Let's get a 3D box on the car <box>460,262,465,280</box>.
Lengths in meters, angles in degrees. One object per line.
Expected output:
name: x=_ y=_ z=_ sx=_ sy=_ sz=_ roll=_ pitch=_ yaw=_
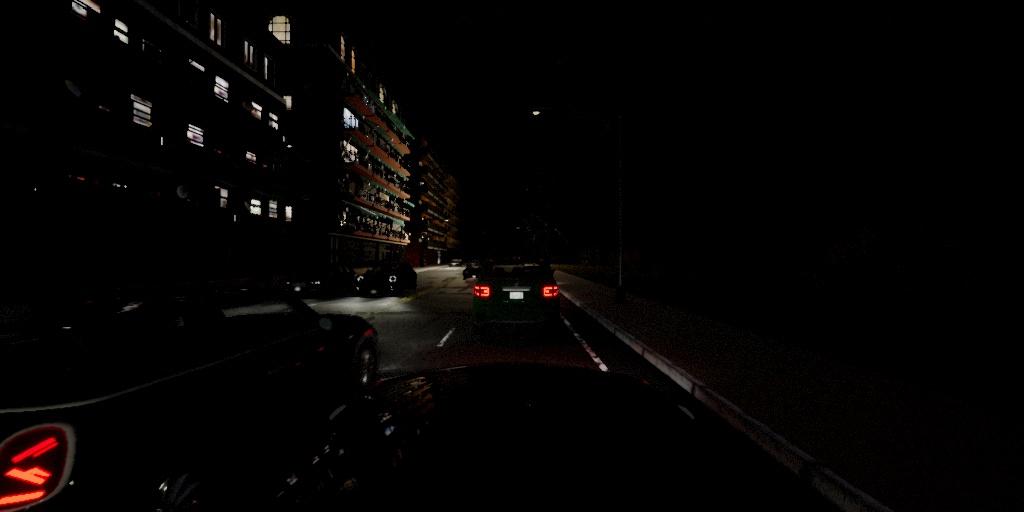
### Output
car: x=-3.073 y=1.353 z=31.093 sx=1.895 sy=1.301 sz=4.718 roll=0 pitch=0 yaw=-1

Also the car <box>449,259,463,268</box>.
car: x=-9.666 y=1.242 z=62.258 sx=2.128 sy=1.511 sz=4.902 roll=0 pitch=0 yaw=1

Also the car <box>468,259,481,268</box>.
car: x=-6.417 y=1.275 z=62.174 sx=1.812 sy=1.442 sz=4.674 roll=0 pitch=0 yaw=1

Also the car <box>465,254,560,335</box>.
car: x=0.116 y=0.973 z=10.693 sx=2.150 sy=2.045 sz=5.566 roll=0 pitch=0 yaw=0

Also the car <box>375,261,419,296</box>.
car: x=-6.557 y=1.104 z=19.252 sx=2.097 sy=1.767 sz=4.553 roll=0 pitch=0 yaw=0

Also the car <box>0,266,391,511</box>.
car: x=-3.147 y=1.102 z=3.824 sx=2.097 sy=1.767 sz=4.553 roll=0 pitch=0 yaw=0
